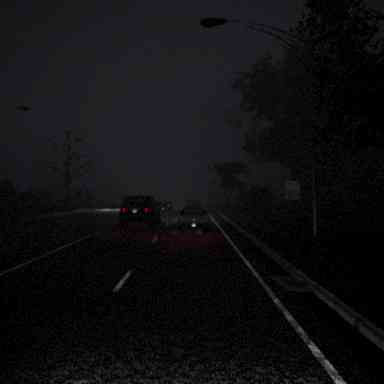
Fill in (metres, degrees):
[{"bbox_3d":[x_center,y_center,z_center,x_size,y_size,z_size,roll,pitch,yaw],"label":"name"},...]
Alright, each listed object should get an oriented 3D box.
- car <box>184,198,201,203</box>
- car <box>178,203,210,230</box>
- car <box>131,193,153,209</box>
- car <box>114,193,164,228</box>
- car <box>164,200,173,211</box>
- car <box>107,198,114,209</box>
[{"bbox_3d":[0.103,1.522,40.802,1.837,1.490,4.892,0,0,0],"label":"car"},{"bbox_3d":[0.102,1.610,21.164,1.895,1.301,4.718,0,0,0],"label":"car"},{"bbox_3d":[-6.997,1.228,47.151,2.150,2.045,5.566,0,0,0],"label":"car"},{"bbox_3d":[-3.399,1.231,22.414,2.150,2.045,5.566,0,0,0],"label":"car"},{"bbox_3d":[-3.396,1.619,41.301,1.895,1.301,4.718,0,0,0],"label":"car"},{"bbox_3d":[-10.507,1.547,46.409,1.812,1.442,4.674,0,0,0],"label":"car"}]
